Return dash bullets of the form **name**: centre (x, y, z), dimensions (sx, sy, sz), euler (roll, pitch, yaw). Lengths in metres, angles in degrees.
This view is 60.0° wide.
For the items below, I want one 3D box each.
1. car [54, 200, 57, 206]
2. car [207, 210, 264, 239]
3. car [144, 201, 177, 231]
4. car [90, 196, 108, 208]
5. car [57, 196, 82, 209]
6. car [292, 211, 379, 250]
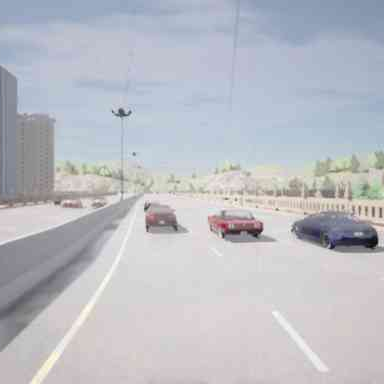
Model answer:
- **car**: centre (-21.229, 1.577, 54.628), dimensions (1.895, 1.301, 4.718), euler (0, 0, -8)
- **car**: centre (2.042, 1.558, 17.166), dimensions (1.895, 1.301, 4.718), euler (0, 0, -8)
- **car**: centre (-1.939, 1.492, 20.366), dimensions (1.812, 1.442, 4.674), euler (0, 0, -8)
- **car**: centre (-13.045, 1.310, 46.823), dimensions (2.097, 1.767, 4.553), euler (0, 0, -8)
- **car**: centre (-16.356, 1.327, 45.258), dimensions (2.097, 1.767, 4.553), euler (0, 0, -8)
- **car**: centre (5.901, 1.511, 14.229), dimensions (1.994, 1.385, 4.181), euler (0, 0, -7)
